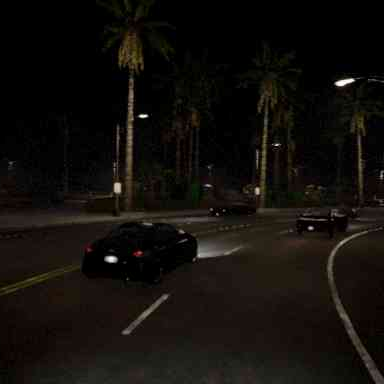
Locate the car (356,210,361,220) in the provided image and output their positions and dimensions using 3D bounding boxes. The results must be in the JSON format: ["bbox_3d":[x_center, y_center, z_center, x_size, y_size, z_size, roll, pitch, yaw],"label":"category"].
[{"bbox_3d":[12.516,1.742,28.784,5.357,1.411,2.033,1,0,-38],"label":"car"}]

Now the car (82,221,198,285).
[{"bbox_3d":[-1.253,1.541,9.618,1.994,1.385,4.181,1,0,18],"label":"car"}]

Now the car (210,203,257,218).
[{"bbox_3d":[3.808,1.655,30.475,4.718,1.301,1.895,1,0,-43],"label":"car"}]

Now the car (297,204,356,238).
[{"bbox_3d":[7.377,1.606,18.616,2.128,1.511,4.902,1,0,36],"label":"car"}]
